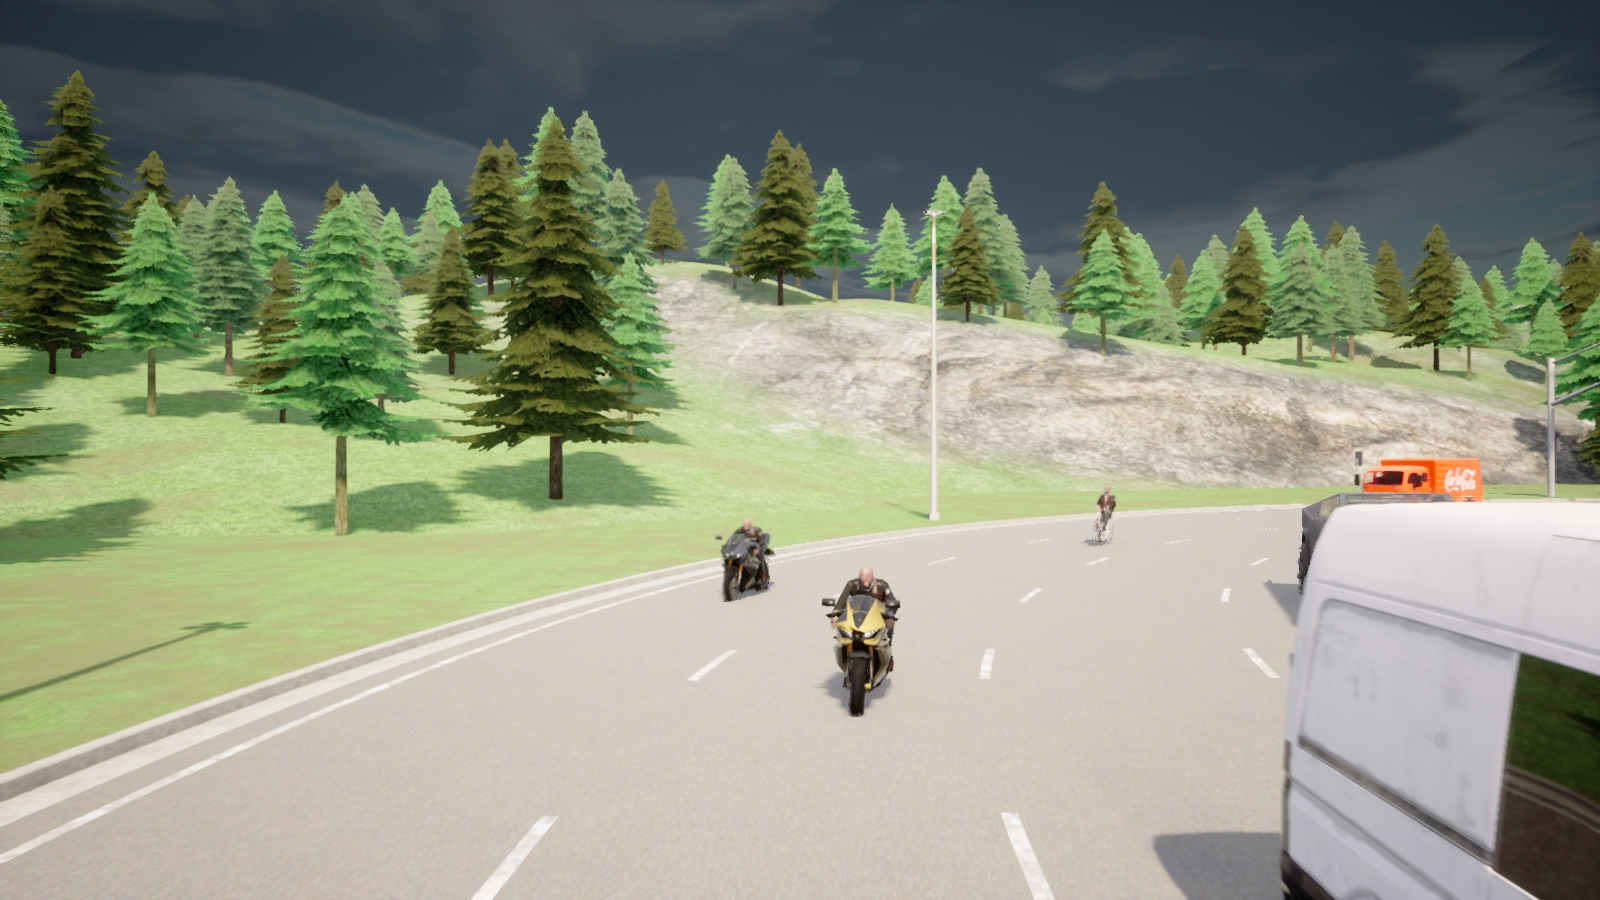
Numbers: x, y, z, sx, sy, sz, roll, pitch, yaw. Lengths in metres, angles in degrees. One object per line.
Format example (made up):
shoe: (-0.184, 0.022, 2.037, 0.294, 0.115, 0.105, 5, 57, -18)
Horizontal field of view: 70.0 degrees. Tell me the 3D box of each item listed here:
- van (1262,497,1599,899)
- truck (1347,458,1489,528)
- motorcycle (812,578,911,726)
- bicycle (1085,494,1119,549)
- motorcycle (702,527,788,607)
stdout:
van: (3.423, 1.531, 3.057, 1.988, 2.561, 5.915, 0, 0, 0)
truck: (23.359, 1.540, 43.150, 5.204, 2.467, 2.627, 0, 0, -34)
motorcycle: (0.741, 2.196, 12.854, 0.867, 1.251, 2.209, 0, 0, 9)
bicycle: (8.722, 2.039, 32.963, 0.329, 1.471, 1.835, 3, 1, 34)
motorcycle: (-1.020, 2.190, 21.737, 0.867, 1.251, 2.209, 2, 1, 18)
